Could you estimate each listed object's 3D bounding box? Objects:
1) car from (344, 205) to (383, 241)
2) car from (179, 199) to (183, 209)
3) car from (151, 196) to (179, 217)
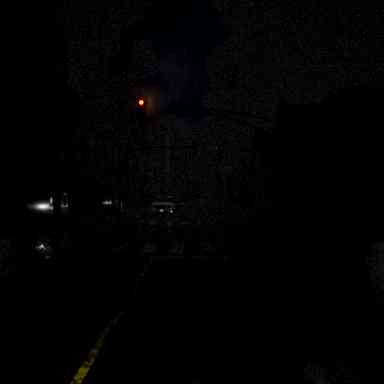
[{"bbox_3d":[10.842,1.642,17.862,5.009,1.841,2.192,1,-1,0],"label":"car"},{"bbox_3d":[-2.770,1.881,48.947,2.033,1.411,5.357,0,-1,0],"label":"car"},{"bbox_3d":[-2.796,1.391,33.349,2.150,2.045,5.566,0,0,0],"label":"car"}]
